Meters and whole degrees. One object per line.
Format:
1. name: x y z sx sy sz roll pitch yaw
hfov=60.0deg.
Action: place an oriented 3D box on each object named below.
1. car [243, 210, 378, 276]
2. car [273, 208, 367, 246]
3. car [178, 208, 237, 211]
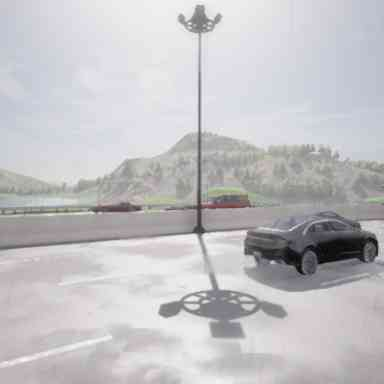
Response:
1. car: 3.812 1.480 10.322 4.902 1.511 2.128 0 0 -32
2. car: 6.115 1.547 15.818 4.181 1.385 1.994 0 0 -31
3. car: 2.093 1.179 25.880 5.566 2.045 2.150 0 0 -30
